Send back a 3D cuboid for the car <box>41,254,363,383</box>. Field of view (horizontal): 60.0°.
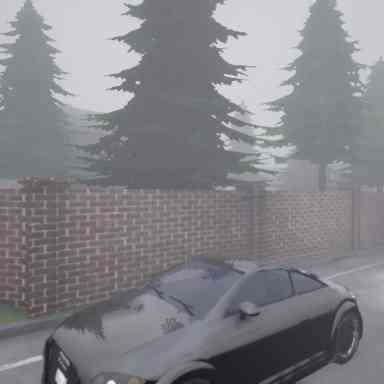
[{"bbox_3d":[0.375,1.572,4.289,4.181,1.385,1.994,0,0,-37],"label":"car"}]
